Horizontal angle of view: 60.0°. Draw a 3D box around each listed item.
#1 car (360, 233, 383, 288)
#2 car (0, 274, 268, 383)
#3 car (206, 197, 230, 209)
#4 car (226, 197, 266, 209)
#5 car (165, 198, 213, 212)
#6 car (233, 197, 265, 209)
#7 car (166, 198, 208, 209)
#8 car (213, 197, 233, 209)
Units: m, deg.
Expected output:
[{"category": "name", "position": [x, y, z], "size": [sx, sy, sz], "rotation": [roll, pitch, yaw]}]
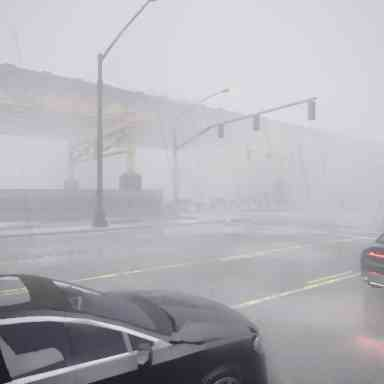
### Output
[{"category": "car", "position": [5.958, 1.505, 7.995], "size": [4.892, 1.490, 1.837], "rotation": [0, 0, -35]}, {"category": "car", "position": [-1.469, 1.491, 2.707], "size": [4.902, 1.511, 2.128], "rotation": [0, 0, -35]}, {"category": "car", "position": [3.272, 1.295, 40.787], "size": [1.853, 1.218, 4.536], "rotation": [0, 0, 18]}, {"category": "car", "position": [7.175, 1.453, 44.489], "size": [4.974, 1.542, 2.038], "rotation": [0, 0, -7]}, {"category": "car", "position": [-0.495, 1.453, 38.061], "size": [4.974, 1.542, 2.038], "rotation": [0, 0, 8]}, {"category": "car", "position": [7.123, 1.295, 44.482], "size": [4.536, 1.218, 1.853], "rotation": [0, 0, -7]}, {"category": "car", "position": [-0.546, 1.295, 38.068], "size": [4.536, 1.218, 1.853], "rotation": [0, 0, 8]}, {"category": "car", "position": [3.256, 1.453, 40.738], "size": [2.038, 1.542, 4.974], "rotation": [0, 0, 18]}]
